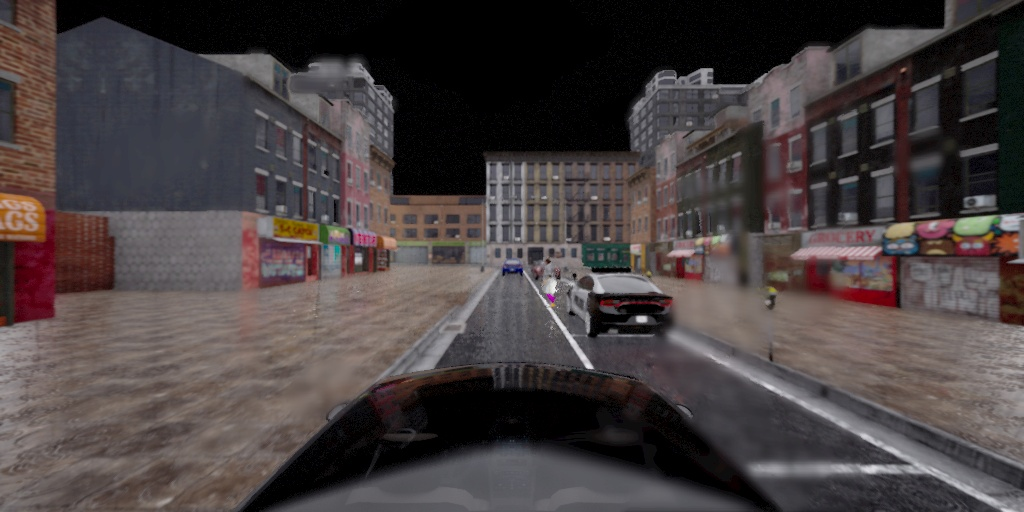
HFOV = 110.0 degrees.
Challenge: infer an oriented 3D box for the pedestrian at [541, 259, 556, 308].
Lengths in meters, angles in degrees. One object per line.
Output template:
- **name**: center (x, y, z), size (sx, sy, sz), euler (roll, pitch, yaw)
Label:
- **pedestrian**: center (1.378, 0.965, 13.202), size (0.375, 1.860, 0.375), euler (0, 0, 0)

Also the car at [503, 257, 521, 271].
- **car**: center (-0.044, 0.958, 43.549), size (1.882, 1.535, 5.008), euler (0, 0, -3)

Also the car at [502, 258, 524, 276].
- **car**: center (0.062, 1.020, 33.286), size (1.882, 1.535, 5.008), euler (0, 0, 0)

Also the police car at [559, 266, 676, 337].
- **police car**: center (2.750, 1.117, 10.186), size (1.930, 1.638, 5.238), euler (0, 0, 0)

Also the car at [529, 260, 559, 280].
- **car**: center (2.638, 1.015, 28.165), size (1.967, 1.591, 4.097), euler (0, 0, 0)
